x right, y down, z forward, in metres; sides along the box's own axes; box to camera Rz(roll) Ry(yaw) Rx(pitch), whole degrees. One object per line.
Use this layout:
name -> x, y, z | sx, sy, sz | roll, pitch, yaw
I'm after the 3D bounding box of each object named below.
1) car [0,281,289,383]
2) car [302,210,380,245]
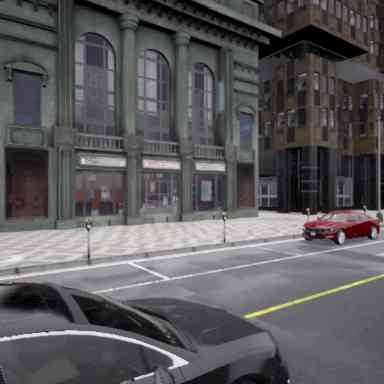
car -> -1.322, 1.506, 2.491 | 4.892, 1.490, 1.837 | 0, 0, -35
car -> 6.996, 1.547, 15.505 | 4.507, 1.381, 1.887 | 0, 0, -35
